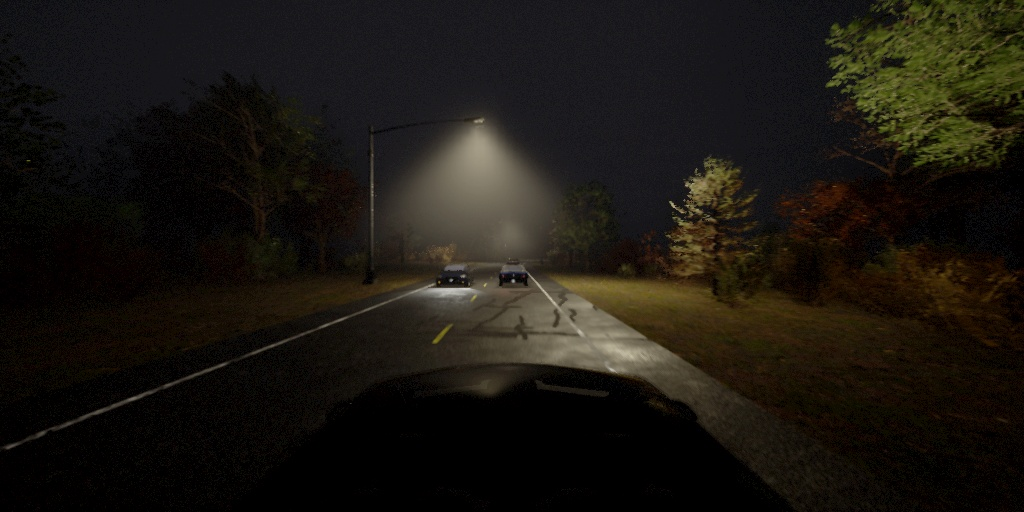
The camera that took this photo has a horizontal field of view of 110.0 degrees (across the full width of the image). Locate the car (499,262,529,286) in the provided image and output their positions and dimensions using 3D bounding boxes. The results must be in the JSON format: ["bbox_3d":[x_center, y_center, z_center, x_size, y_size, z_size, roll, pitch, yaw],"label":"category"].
[{"bbox_3d":[0.092,1.258,24.278,1.895,1.301,4.718,0,0,0],"label":"car"}]

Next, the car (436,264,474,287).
[{"bbox_3d":[-3.590,1.226,23.139,1.994,1.385,4.181,0,0,0],"label":"car"}]

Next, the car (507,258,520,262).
[{"bbox_3d":[0.243,1.044,55.652,2.128,1.511,4.902,0,0,1],"label":"car"}]
